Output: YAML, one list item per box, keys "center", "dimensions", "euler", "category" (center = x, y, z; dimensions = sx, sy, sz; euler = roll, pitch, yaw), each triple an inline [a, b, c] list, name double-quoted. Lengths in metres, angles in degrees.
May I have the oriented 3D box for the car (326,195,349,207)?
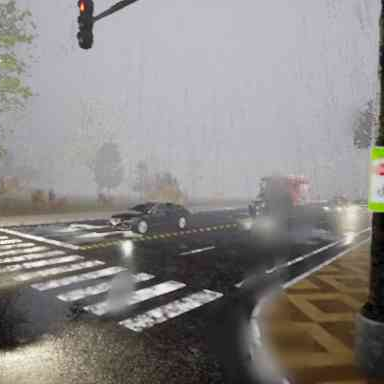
- center: [19.510, 1.201, 44.455]
  dimensions: [1.882, 1.535, 5.008]
  euler: [3, 1, 38]
  category: "car"

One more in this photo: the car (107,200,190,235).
- center: [-2.079, 1.218, 17.206]
  dimensions: [1.837, 1.490, 4.892]
  euler: [3, 2, 38]
  category: "car"

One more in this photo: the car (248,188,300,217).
- center: [6.922, 0.934, 28.616]
  dimensions: [2.150, 2.045, 5.566]
  euler: [3, 2, 38]
  category: "car"

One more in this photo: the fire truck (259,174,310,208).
- center: [10.985, -0.063, 38.831]
  dimensions: [2.891, 3.827, 8.468]
  euler: [3, 2, 38]
  category: "fire truck"
